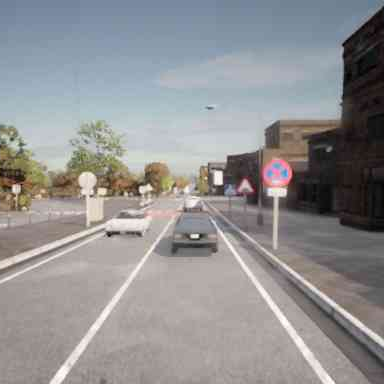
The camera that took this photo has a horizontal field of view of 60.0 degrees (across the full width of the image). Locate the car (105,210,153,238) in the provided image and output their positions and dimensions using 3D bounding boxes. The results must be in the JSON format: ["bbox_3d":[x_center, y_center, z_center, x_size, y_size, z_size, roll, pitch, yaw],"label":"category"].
[{"bbox_3d":[-3.346,1.658,18.294,1.895,1.301,4.718,0,0,0],"label":"car"}]

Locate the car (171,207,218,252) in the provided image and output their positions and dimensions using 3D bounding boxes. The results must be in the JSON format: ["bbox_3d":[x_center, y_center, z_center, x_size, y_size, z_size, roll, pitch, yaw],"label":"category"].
[{"bbox_3d":[0.097,1.606,14.255,2.033,1.411,5.357,0,0,0],"label":"car"}]

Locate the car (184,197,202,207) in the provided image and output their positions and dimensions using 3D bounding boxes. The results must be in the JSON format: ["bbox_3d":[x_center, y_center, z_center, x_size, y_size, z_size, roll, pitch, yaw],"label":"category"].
[{"bbox_3d":[0.092,1.265,34.876,1.812,1.442,4.674,0,-2,0],"label":"car"}]
